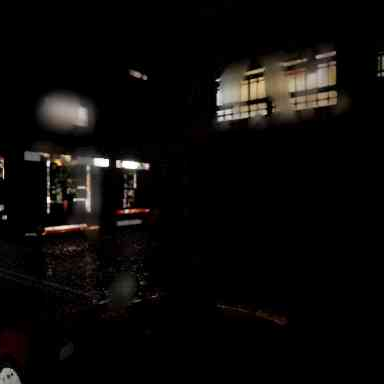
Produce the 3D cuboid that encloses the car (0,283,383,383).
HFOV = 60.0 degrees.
[{"bbox_3d":[-0.011,1.535,2.925,4.507,1.381,1.887,0,0,36],"label":"car"}]
